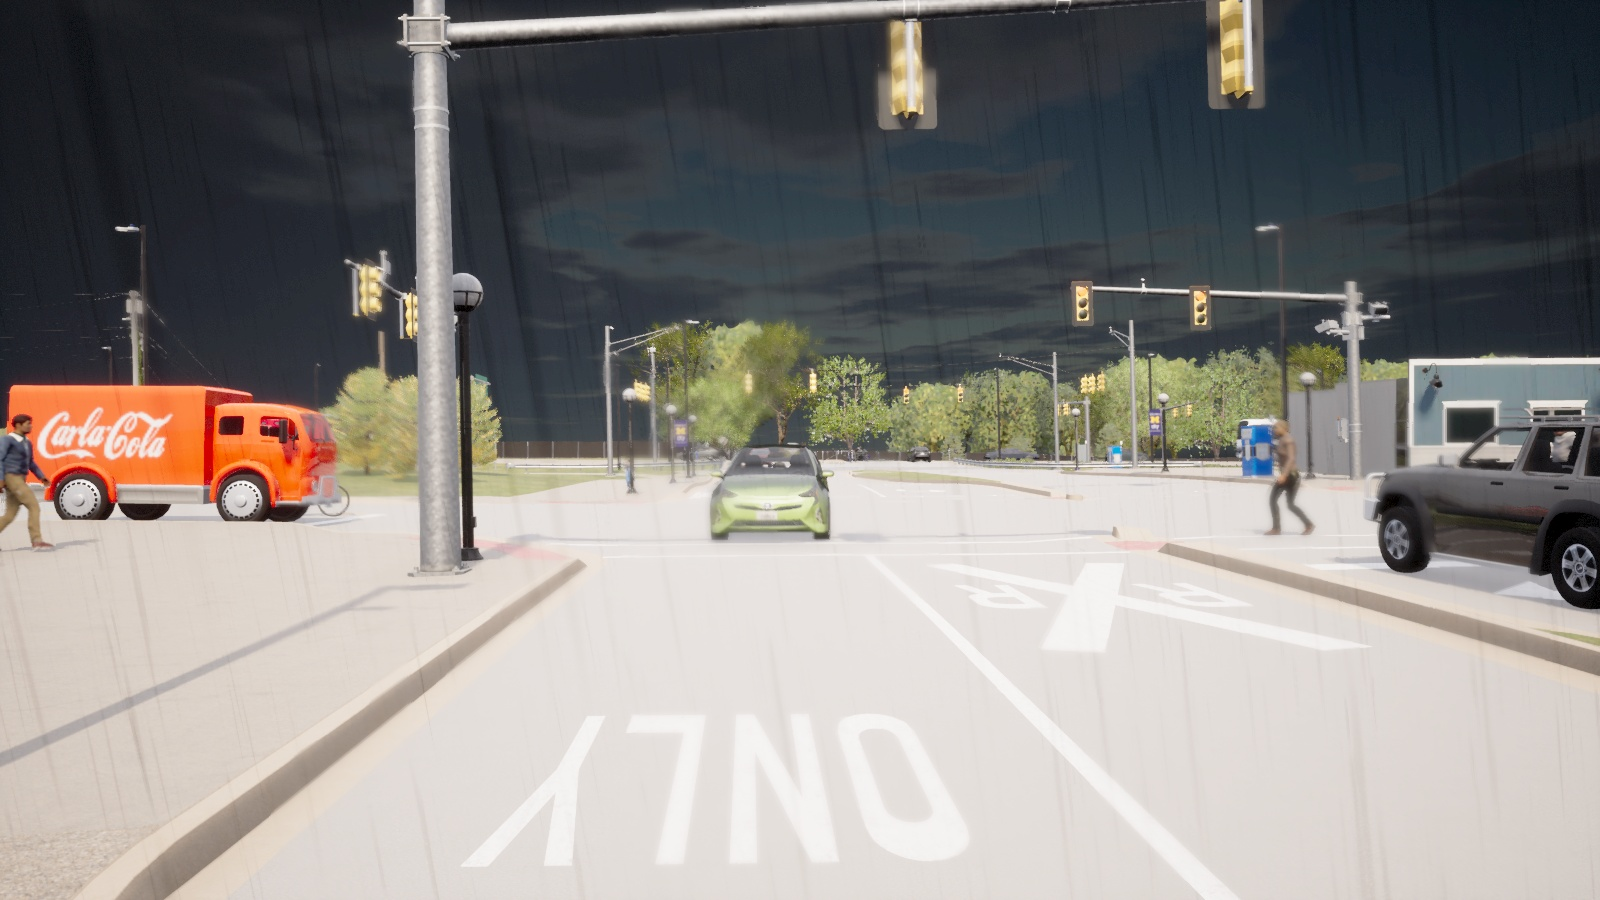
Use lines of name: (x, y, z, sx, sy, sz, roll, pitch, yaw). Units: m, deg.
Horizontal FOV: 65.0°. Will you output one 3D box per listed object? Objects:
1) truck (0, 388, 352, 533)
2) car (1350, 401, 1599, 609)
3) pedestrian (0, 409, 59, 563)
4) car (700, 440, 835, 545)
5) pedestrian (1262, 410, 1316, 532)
truck: (-11.175, 0.198, 22.732, 5.204, 2.467, 2.627, 0, -1, -2)
car: (7.886, 0.437, 13.016, 1.932, 1.855, 4.605, -1, 1, -7)
pedestrian: (-10.140, 0.466, 16.262, 0.788, 1.949, 0.423, -2, -1, -10)
car: (-0.428, 0.627, 21.235, 2.007, 1.525, 4.514, -1, 1, 2)
pedestrian: (7.485, 0.320, 19.226, 0.634, 1.846, 0.331, -2, -1, -1)
